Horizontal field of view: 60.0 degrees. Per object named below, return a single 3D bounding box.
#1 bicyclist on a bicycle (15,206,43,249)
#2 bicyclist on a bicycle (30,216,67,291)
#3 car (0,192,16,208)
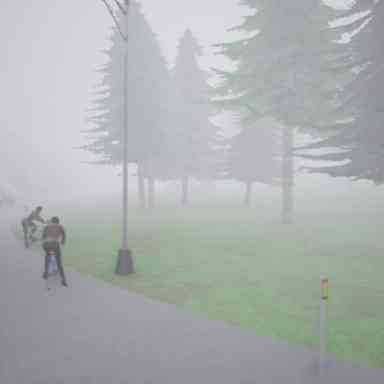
[{"bbox_3d":[-6.150,1.379,13.127,1.656,1.620,0.582,-2,1,-8],"label":"bicyclist on a bicycle"},{"bbox_3d":[-3.330,1.427,8.016,0.582,1.620,1.656,0,0,-13],"label":"bicyclist on a bicycle"},{"bbox_3d":[-21.619,0.751,37.522,2.097,1.767,4.553,0,2,-8],"label":"car"}]
